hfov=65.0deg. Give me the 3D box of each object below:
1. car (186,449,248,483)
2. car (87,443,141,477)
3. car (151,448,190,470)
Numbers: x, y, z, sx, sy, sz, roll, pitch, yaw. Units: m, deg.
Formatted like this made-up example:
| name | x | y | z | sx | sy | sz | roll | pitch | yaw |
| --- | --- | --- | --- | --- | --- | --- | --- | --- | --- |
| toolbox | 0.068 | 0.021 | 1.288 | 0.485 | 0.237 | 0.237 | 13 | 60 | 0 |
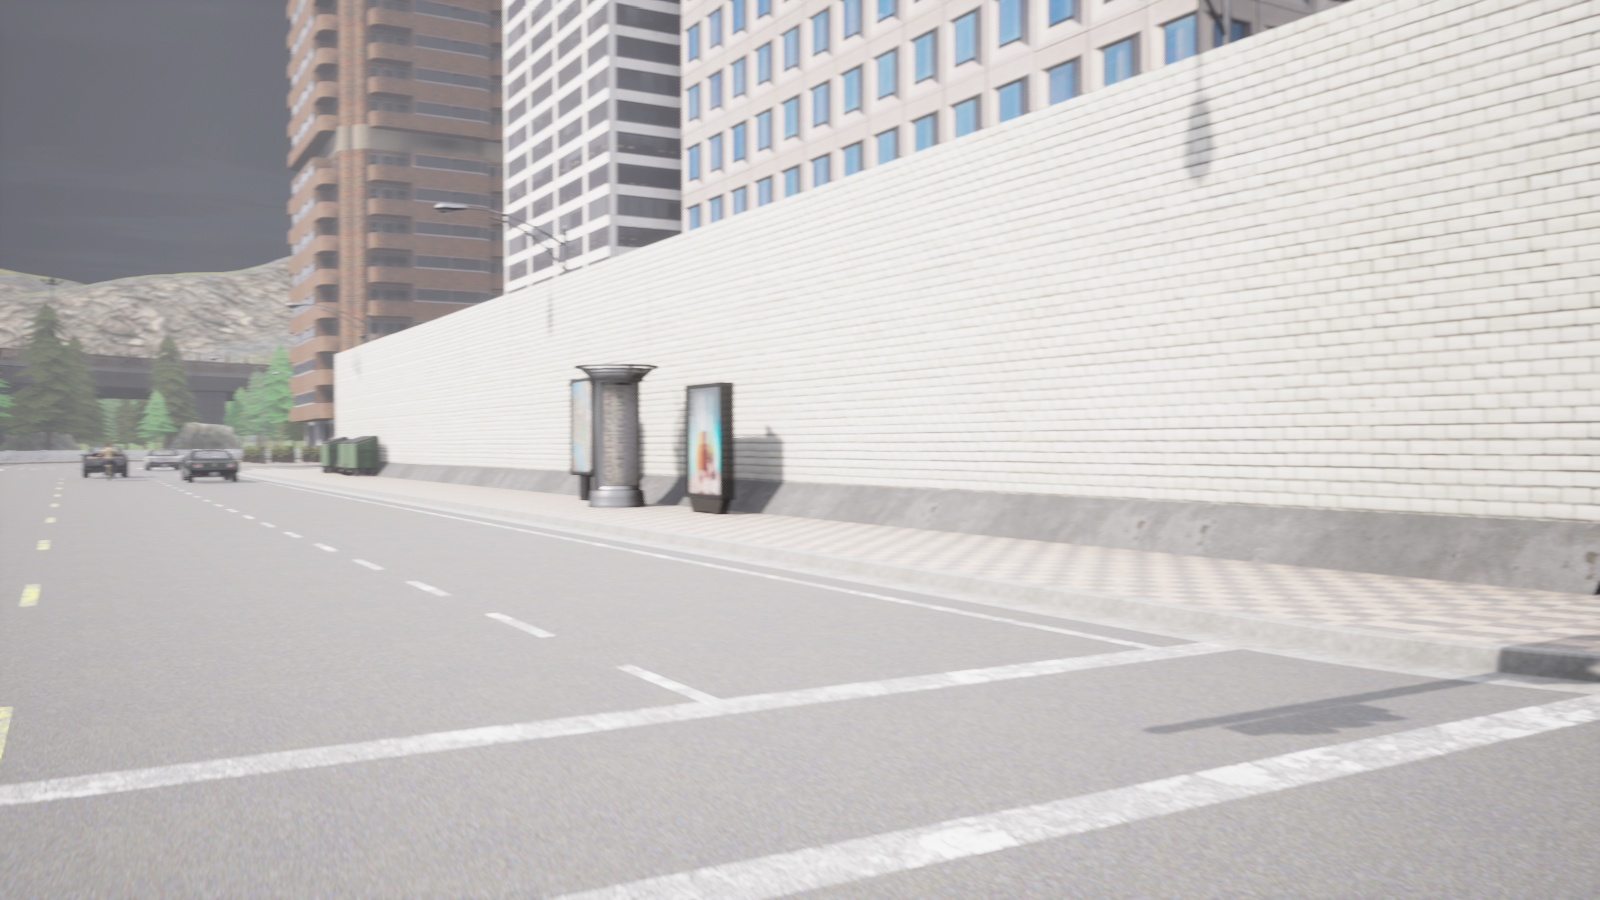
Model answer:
| name | x | y | z | sx | sy | sz | roll | pitch | yaw |
| --- | --- | --- | --- | --- | --- | --- | --- | --- | --- |
| car | -23.973 | 0.609 | 51.583 | 1.895 | 1.301 | 4.718 | 0 | 0 | -30 |
| car | -32.298 | 0.448 | 59.062 | 2.128 | 1.511 | 4.902 | 0 | 0 | -30 |
| car | -38.957 | 0.550 | 77.708 | 1.895 | 1.301 | 4.718 | 0 | 0 | -30 |
